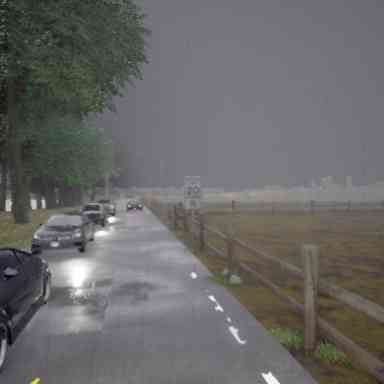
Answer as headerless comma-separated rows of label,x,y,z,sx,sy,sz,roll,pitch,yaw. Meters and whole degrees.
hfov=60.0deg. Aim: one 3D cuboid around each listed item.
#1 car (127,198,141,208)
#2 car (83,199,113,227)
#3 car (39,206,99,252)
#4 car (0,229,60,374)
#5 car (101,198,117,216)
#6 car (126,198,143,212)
car,-8.607,1.599,49.506,1.994,1.385,4.181,-1,0,-10
car,-6.821,1.515,22.993,1.882,1.535,5.008,-1,0,-10
car,-5.175,1.561,13.879,1.812,1.442,4.674,-1,0,-10
car,-3.593,1.608,5.173,1.994,1.385,4.181,-1,0,-11
car,-8.496,1.405,32.464,2.097,1.767,4.553,-1,0,-10
car,-6.813,1.607,39.516,1.895,1.301,4.718,-1,0,-10
